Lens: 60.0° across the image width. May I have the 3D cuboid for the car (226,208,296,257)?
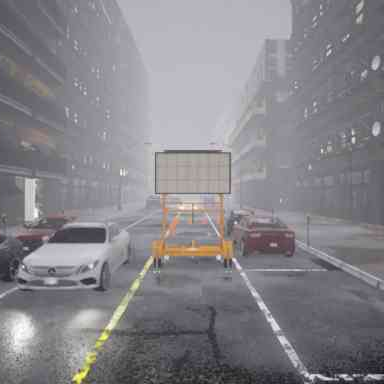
[{"bbox_3d":[2.603,1.547,12.795,1.887,1.381,4.507,1,0,0],"label":"car"}]

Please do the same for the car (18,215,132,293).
[{"bbox_3d":[-2.830,1.527,9.018,1.812,1.442,4.674,0,0,0],"label":"car"}]

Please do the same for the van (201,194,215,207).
[{"bbox_3d":[2.696,1.351,52.491,1.690,1.788,3.998,1,0,0],"label":"van"}]

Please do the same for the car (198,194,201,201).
[{"bbox_3d":[2.773,1.333,86.516,2.192,1.841,5.009,1,0,0],"label":"car"}]

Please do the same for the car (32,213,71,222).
[{"bbox_3d":[-5.277,1.547,12.783,1.887,1.381,4.507,1,0,0],"label":"car"}]

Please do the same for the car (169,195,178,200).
[{"bbox_3d":[-5.097,1.570,92.174,2.008,1.369,4.403,1,0,0],"label":"car"}]

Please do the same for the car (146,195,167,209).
[{"bbox_3d":[-5.197,1.324,46.808,2.192,1.841,5.009,1,0,0],"label":"car"}]

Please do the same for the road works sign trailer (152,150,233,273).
[{"bbox_3d":[0.028,0.467,10.647,2.380,3.560,2.880,0,0,0],"label":"road works sign trailer"}]

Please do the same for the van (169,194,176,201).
[{"bbox_3d":[-5.107,1.359,86.504,1.690,1.788,3.998,1,0,0],"label":"van"}]

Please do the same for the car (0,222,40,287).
[{"bbox_3d":[-5.290,1.567,7.112,1.947,1.339,4.313,1,0,0],"label":"car"}]

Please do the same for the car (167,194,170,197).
[{"bbox_3d":[-5.133,1.330,75.162,2.192,1.841,5.009,1,0,0],"label":"car"}]

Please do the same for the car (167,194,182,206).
[{"bbox_3d":[-2.626,1.536,54.843,1.812,1.442,4.674,0,0,0],"label":"car"}]

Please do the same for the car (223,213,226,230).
[{"bbox_3d":[2.616,1.555,18.466,2.008,1.369,4.403,1,0,0],"label":"car"}]
